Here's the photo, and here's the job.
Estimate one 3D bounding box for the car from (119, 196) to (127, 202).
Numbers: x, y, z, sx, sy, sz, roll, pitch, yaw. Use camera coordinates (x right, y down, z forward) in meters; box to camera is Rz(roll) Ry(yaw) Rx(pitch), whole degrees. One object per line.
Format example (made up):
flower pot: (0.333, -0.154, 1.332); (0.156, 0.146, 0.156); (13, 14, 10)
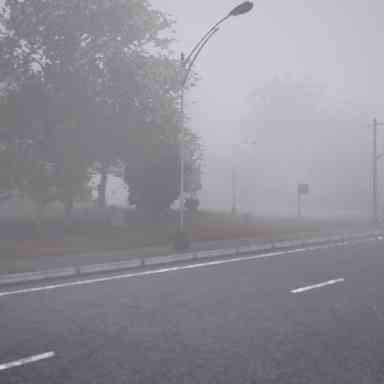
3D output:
car: (-18.185, 1.684, 86.512); (1.882, 1.535, 5.008); (0, 0, -38)

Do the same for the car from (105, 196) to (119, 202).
car: (-21.205, 1.783, 84.688); (1.895, 1.301, 4.718); (0, 0, -38)
